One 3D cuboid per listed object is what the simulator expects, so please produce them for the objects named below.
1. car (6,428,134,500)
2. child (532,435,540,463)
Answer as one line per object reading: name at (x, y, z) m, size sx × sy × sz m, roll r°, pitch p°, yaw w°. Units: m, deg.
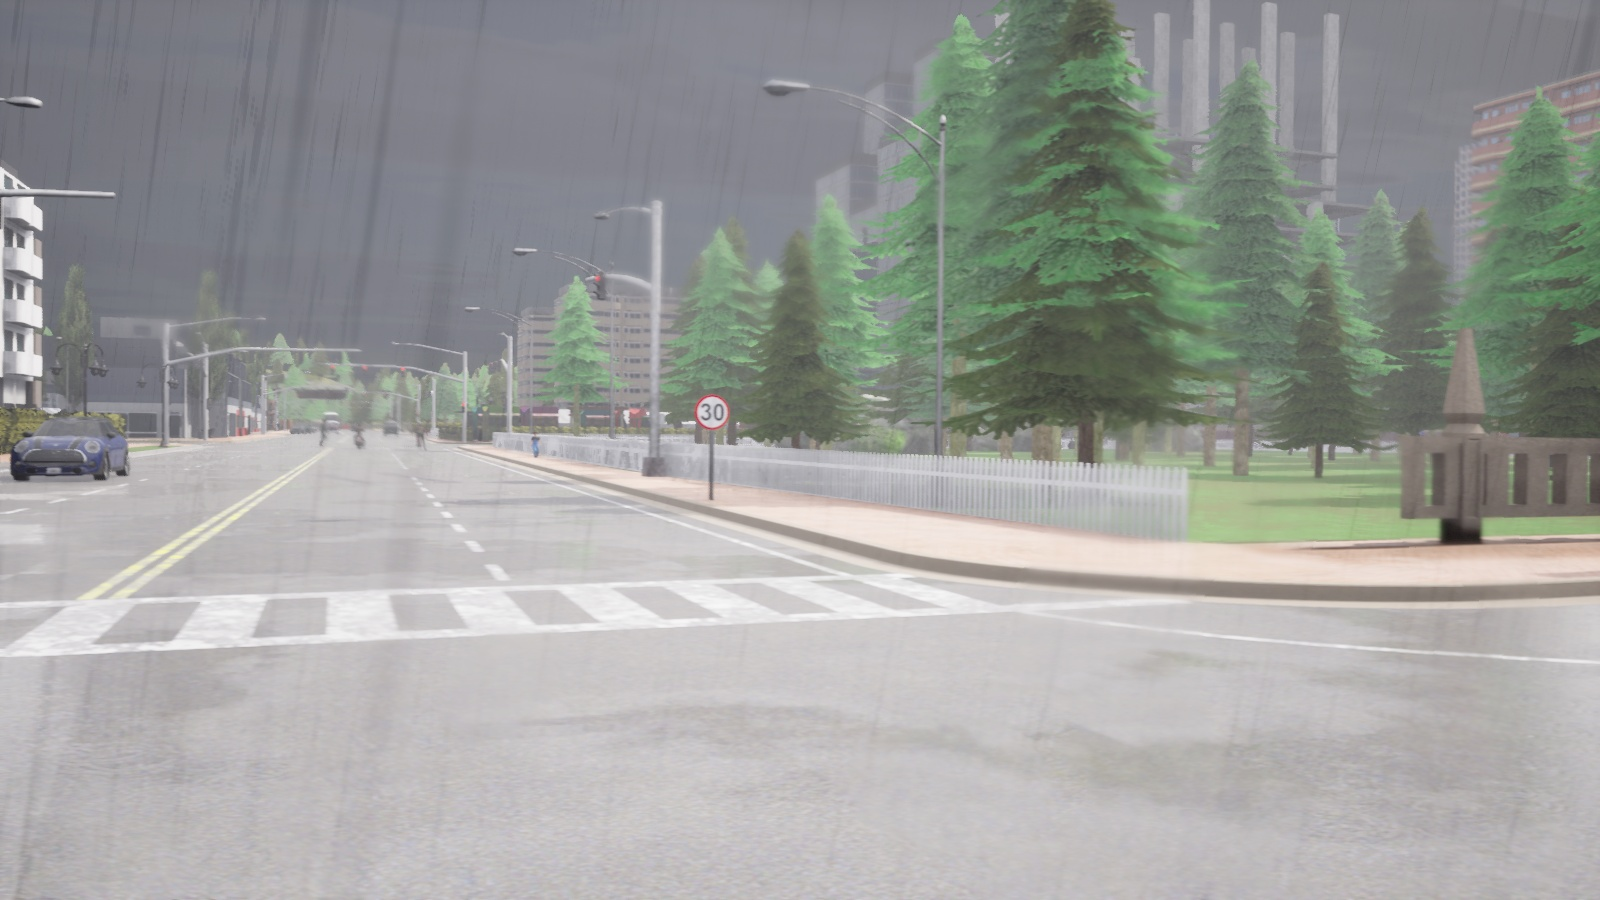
car at (-19.420, 0.319, 33.630) m, size 2.097 × 1.767 × 4.553 m, roll -1°, pitch 1°, yaw -19°
child at (-11.741, -0.046, 55.904) m, size 0.270 × 1.263 × 0.437 m, roll -1°, pitch 1°, yaw -19°
